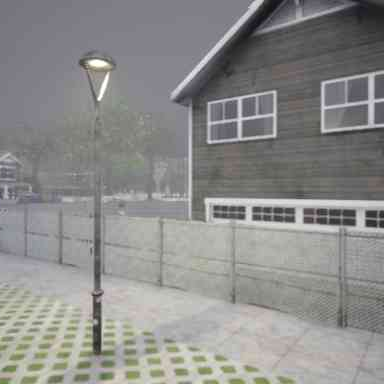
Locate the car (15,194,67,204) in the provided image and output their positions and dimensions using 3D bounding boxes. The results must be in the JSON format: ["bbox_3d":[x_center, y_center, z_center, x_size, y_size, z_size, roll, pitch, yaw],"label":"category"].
[{"bbox_3d":[-13.162,1.227,30.081,2.150,2.045,5.566,0,0,23],"label":"car"}]

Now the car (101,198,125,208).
[{"bbox_3d":[-10.766,1.510,44.656,2.128,1.511,4.902,0,0,19],"label":"car"}]
